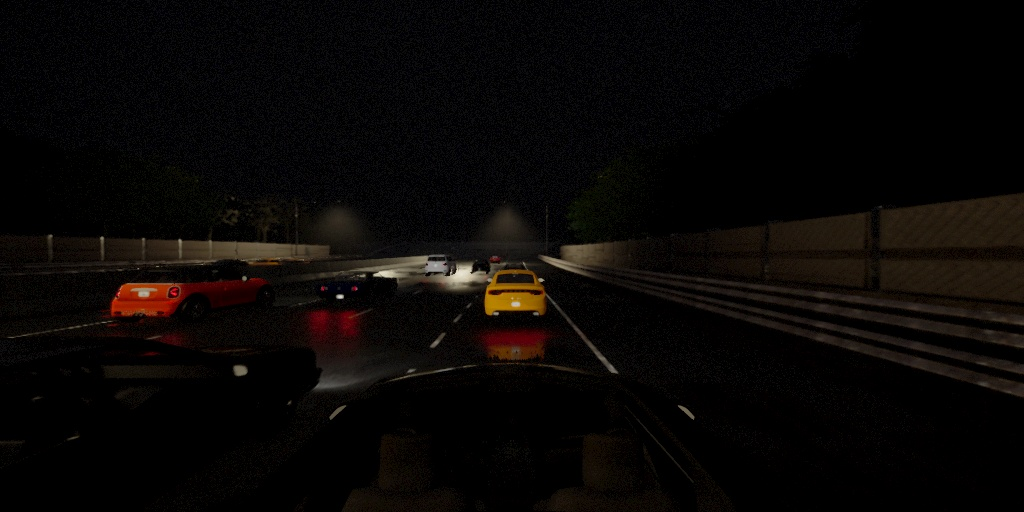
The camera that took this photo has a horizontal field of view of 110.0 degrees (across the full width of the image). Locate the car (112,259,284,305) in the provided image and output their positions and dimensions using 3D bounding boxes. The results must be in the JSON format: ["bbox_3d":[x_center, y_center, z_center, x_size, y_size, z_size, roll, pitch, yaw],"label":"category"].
[{"bbox_3d":[-10.384,1.096,12.242,2.097,1.767,4.553,0,0,0],"label":"car"}]

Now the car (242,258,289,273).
[{"bbox_3d":[-27.917,1.051,40.809,1.882,1.535,5.008,0,1,1],"label":"car"}]

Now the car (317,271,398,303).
[{"bbox_3d":[-6.872,1.344,16.571,1.895,1.301,4.718,0,0,0],"label":"car"}]

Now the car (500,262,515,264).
[{"bbox_3d":[0.197,1.290,31.015,1.895,1.301,4.718,0,0,0],"label":"car"}]

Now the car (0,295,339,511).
[{"bbox_3d":[-3.500,1.297,2.380,2.033,1.411,5.357,0,0,0],"label":"car"}]

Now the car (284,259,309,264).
[{"bbox_3d":[-20.975,1.227,33.788,1.994,1.385,4.181,0,1,0],"label":"car"}]

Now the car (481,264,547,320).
[{"bbox_3d":[0.117,1.223,12.690,1.882,1.535,5.008,0,0,0],"label":"car"}]

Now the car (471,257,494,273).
[{"bbox_3d":[-3.343,1.121,39.393,1.812,1.442,4.674,0,1,0],"label":"car"}]

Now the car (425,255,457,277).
[{"bbox_3d":[-6.779,0.876,34.590,2.150,2.045,5.566,0,1,0],"label":"car"}]

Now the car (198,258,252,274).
[{"bbox_3d":[-31.428,1.070,39.476,1.882,1.535,5.008,0,1,1],"label":"car"}]
